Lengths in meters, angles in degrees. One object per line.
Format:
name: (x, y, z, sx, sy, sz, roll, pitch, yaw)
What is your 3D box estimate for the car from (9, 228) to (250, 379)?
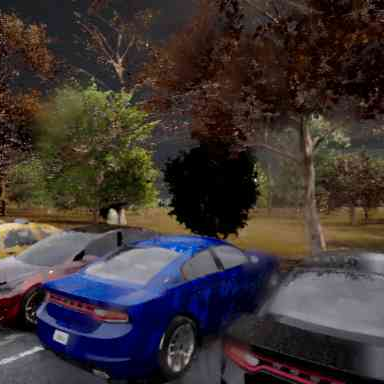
car: (-0.061, 1.498, 5.800, 2.097, 1.535, 5.008, 0, 0, 36)

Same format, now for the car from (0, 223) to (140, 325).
car: (-2.347, 1.535, 7.403, 2.163, 1.488, 4.792, 0, 0, 36)

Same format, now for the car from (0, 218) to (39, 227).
car: (-4.383, 1.497, 9.121, 1.946, 1.575, 5.366, 1, 0, 36)

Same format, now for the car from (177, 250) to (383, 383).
car: (2.209, 1.483, 4.179, 2.097, 1.535, 5.008, -1, 0, 36)
